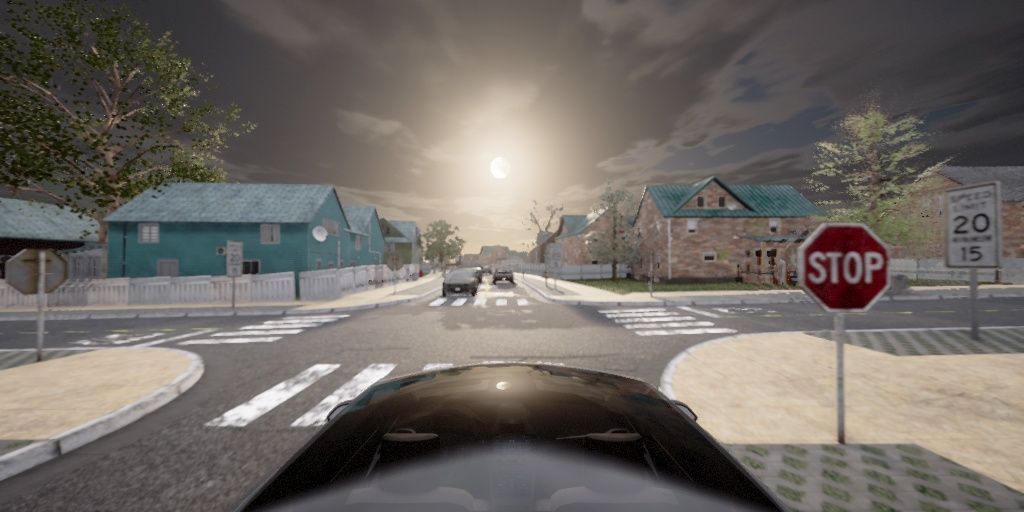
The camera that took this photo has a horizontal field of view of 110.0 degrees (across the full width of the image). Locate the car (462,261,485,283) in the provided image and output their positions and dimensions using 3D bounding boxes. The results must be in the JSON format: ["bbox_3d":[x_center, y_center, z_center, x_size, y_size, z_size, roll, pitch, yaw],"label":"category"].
[{"bbox_3d":[-4.019,1.529,35.345,2.150,2.045,5.566,0,-1,-6],"label":"car"}]

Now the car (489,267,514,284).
[{"bbox_3d":[-0.881,1.775,33.272,1.837,1.490,4.892,0,-1,-5],"label":"car"}]

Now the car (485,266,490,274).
[{"bbox_3d":[-4.343,2.283,58.433,1.812,1.442,4.674,0,-1,-10],"label":"car"}]

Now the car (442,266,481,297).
[{"bbox_3d":[-3.057,1.538,21.630,1.882,1.535,5.008,0,-1,-4],"label":"car"}]
